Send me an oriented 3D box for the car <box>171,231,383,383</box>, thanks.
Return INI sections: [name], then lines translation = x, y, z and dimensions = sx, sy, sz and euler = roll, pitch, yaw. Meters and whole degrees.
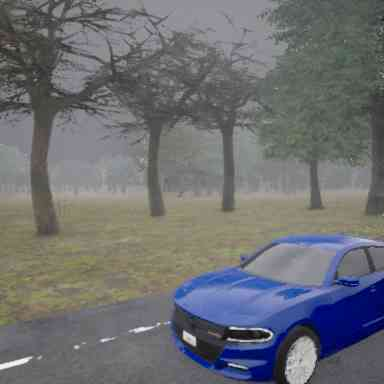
[car]
translation = 2.004, 1.468, 5.416
dimensions = 5.008, 1.535, 1.882
euler = 0, 0, -35
